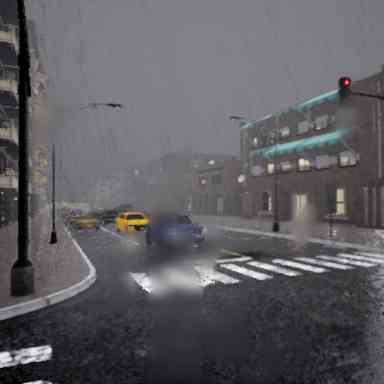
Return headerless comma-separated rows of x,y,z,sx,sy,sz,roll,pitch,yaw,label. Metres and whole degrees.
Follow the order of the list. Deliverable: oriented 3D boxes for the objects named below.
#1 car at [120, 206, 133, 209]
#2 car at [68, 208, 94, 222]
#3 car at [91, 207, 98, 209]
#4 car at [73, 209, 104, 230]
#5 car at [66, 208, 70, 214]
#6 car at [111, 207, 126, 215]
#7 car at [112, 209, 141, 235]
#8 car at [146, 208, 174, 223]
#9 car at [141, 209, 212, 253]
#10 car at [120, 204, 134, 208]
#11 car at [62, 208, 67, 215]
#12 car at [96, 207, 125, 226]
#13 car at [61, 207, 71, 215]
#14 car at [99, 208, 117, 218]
-9.878,3.020,45.746,1.837,1.490,4.892,0,-2,-23,car
-11.508,2.740,34.882,2.008,1.369,4.403,-1,-2,-23,car
-12.311,3.034,43.542,1.994,1.385,4.181,0,-2,-22,car
-9.263,2.522,29.487,1.752,1.417,4.829,-1,-2,-23,car
-13.705,2.817,40.117,1.967,1.590,4.097,-1,-2,-23,car
-14.029,3.639,63.371,1.812,1.442,4.674,0,-2,-23,car
-4.375,2.280,24.847,1.882,1.535,5.008,0,-2,-23,car
-3.754,2.654,38.166,1.967,1.590,4.097,-1,-2,-23,car
-0.791,1.855,16.452,2.097,1.767,4.553,0,-2,-23,car
-11.335,3.111,56.957,2.150,2.045,5.566,0,-2,-23,car
-24.857,3.859,66.202,1.887,1.381,4.507,-1,-2,-23,car
-8.419,2.645,34.334,1.837,1.490,4.892,0,-2,-23,car
-27.086,4.053,71.421,2.008,1.369,4.403,-1,-2,-23,car
-13.970,3.403,55.217,2.033,1.411,5.357,0,-2,-23,car
